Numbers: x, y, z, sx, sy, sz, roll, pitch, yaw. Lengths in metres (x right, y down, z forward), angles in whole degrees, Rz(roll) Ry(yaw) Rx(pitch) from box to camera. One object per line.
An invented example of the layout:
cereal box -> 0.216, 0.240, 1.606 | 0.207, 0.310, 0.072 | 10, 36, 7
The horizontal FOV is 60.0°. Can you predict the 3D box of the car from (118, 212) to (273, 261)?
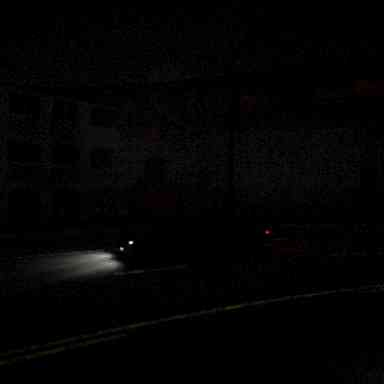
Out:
car -> 0.208, 1.442, 11.714 | 5.357, 1.411, 2.033 | 0, 0, -23
